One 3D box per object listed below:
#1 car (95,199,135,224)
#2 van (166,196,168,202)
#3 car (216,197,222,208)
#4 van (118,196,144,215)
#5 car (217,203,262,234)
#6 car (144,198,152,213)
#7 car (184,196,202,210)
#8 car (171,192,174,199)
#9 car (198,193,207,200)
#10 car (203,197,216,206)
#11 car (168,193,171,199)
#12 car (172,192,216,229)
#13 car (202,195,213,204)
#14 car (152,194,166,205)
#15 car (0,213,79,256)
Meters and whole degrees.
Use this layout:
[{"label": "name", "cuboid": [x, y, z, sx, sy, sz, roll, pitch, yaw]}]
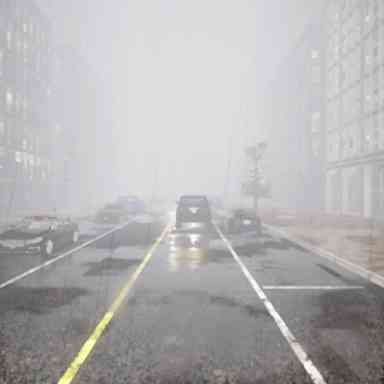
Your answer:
[{"label": "car", "cuboid": [-5.681, 1.468, 24.120, 1.887, 1.381, 4.507, 0, 0, 0]}, {"label": "van", "cuboid": [-5.672, 1.144, 58.272, 1.690, 1.788, 3.998, 0, 0, 0]}, {"label": "car", "cuboid": [2.704, 1.305, 41.179, 1.967, 1.590, 4.097, 0, 0, 0]}, {"label": "van", "cuboid": [-5.679, 1.245, 29.812, 1.690, 1.788, 3.998, 0, 0, 0]}, {"label": "car", "cuboid": [2.698, 1.508, 18.413, 1.947, 1.339, 4.313, 0, 0, 0]}, {"label": "car", "cuboid": [-5.679, 1.467, 35.505, 1.802, 1.307, 4.206, 0, 0, 0]}, {"label": "car", "cuboid": [0.111, 1.352, 42.355, 2.128, 1.511, 4.902, 0, 0, 0]}, {"label": "car", "cuboid": [-5.667, 1.221, 86.563, 1.752, 1.417, 4.829, 0, 0, 0]}, {"label": "car", "cuboid": [2.714, 1.136, 86.715, 1.967, 1.590, 4.097, 0, 0, 0]}, {"label": "car", "cuboid": [2.706, 1.406, 52.564, 1.802, 1.307, 4.206, 0, 0, 0]}, {"label": "car", "cuboid": [-5.672, 1.347, 63.966, 1.947, 1.339, 4.313, 0, 0, 0]}, {"label": "car", "cuboid": [0.105, 1.155, 21.429, 2.150, 2.045, 5.566, 0, 0, 0]}, {"label": "car", "cuboid": [2.707, 1.327, 58.426, 1.752, 1.417, 4.829, 0, 0, 0]}, {"label": "car", "cuboid": [-5.674, 1.264, 52.580, 1.967, 1.590, 4.097, 0, 0, 0]}, {"label": "car", "cuboid": [-5.684, 1.511, 12.735, 2.008, 1.369, 4.403, 0, 0, 0]}]
